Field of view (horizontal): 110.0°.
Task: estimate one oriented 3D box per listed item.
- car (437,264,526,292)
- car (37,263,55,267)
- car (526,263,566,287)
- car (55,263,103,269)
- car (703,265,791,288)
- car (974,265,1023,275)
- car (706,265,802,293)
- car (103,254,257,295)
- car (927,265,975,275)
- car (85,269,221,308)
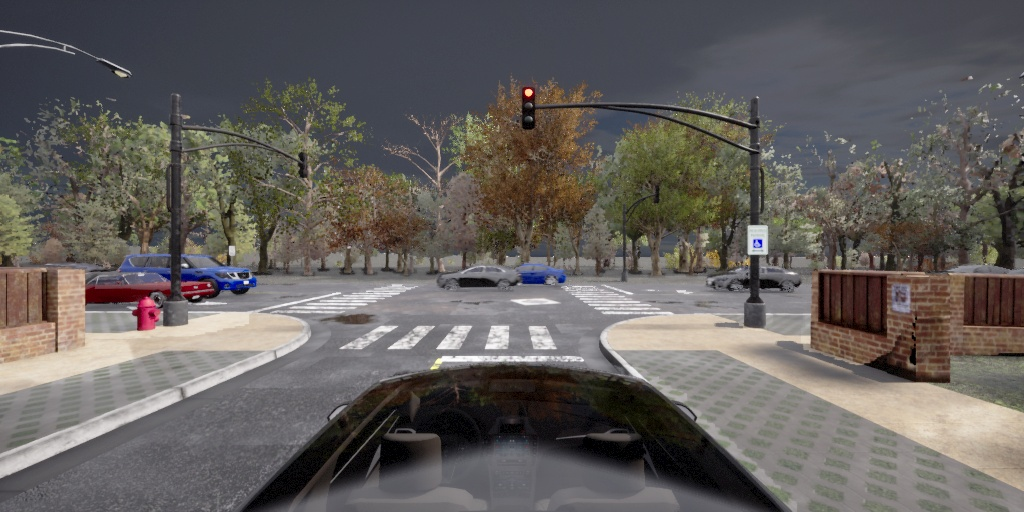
[{"bbox_3d":[-1.832,1.243,20.730,4.902,1.511,2.128,0,0,0],"label":"car"},{"bbox_3d":[-25.614,1.180,17.245,4.674,1.442,1.812,0,0,0],"label":"car"},{"bbox_3d":[1.099,1.243,23.988,5.008,1.535,1.882,1,0,0],"label":"car"},{"bbox_3d":[-26.048,1.150,20.699,4.902,1.511,2.128,0,0,0],"label":"car"},{"bbox_3d":[15.623,1.343,24.011,4.674,1.442,1.812,0,0,0],"label":"car"},{"bbox_3d":[30.584,1.365,20.766,4.892,1.490,1.837,0,0,1],"label":"car"},{"bbox_3d":[13.906,1.299,20.754,4.902,1.511,2.128,0,0,0],"label":"car"},{"bbox_3d":[-15.562,0.916,17.262,5.566,2.045,2.150,0,0,0],"label":"car"},{"bbox_3d":[30.775,1.343,24.021,5.008,1.535,1.882,0,0,0],"label":"car"},{"bbox_3d":[-14.636,1.295,14.012,4.718,1.301,1.895,0,0,-3],"label":"car"}]
